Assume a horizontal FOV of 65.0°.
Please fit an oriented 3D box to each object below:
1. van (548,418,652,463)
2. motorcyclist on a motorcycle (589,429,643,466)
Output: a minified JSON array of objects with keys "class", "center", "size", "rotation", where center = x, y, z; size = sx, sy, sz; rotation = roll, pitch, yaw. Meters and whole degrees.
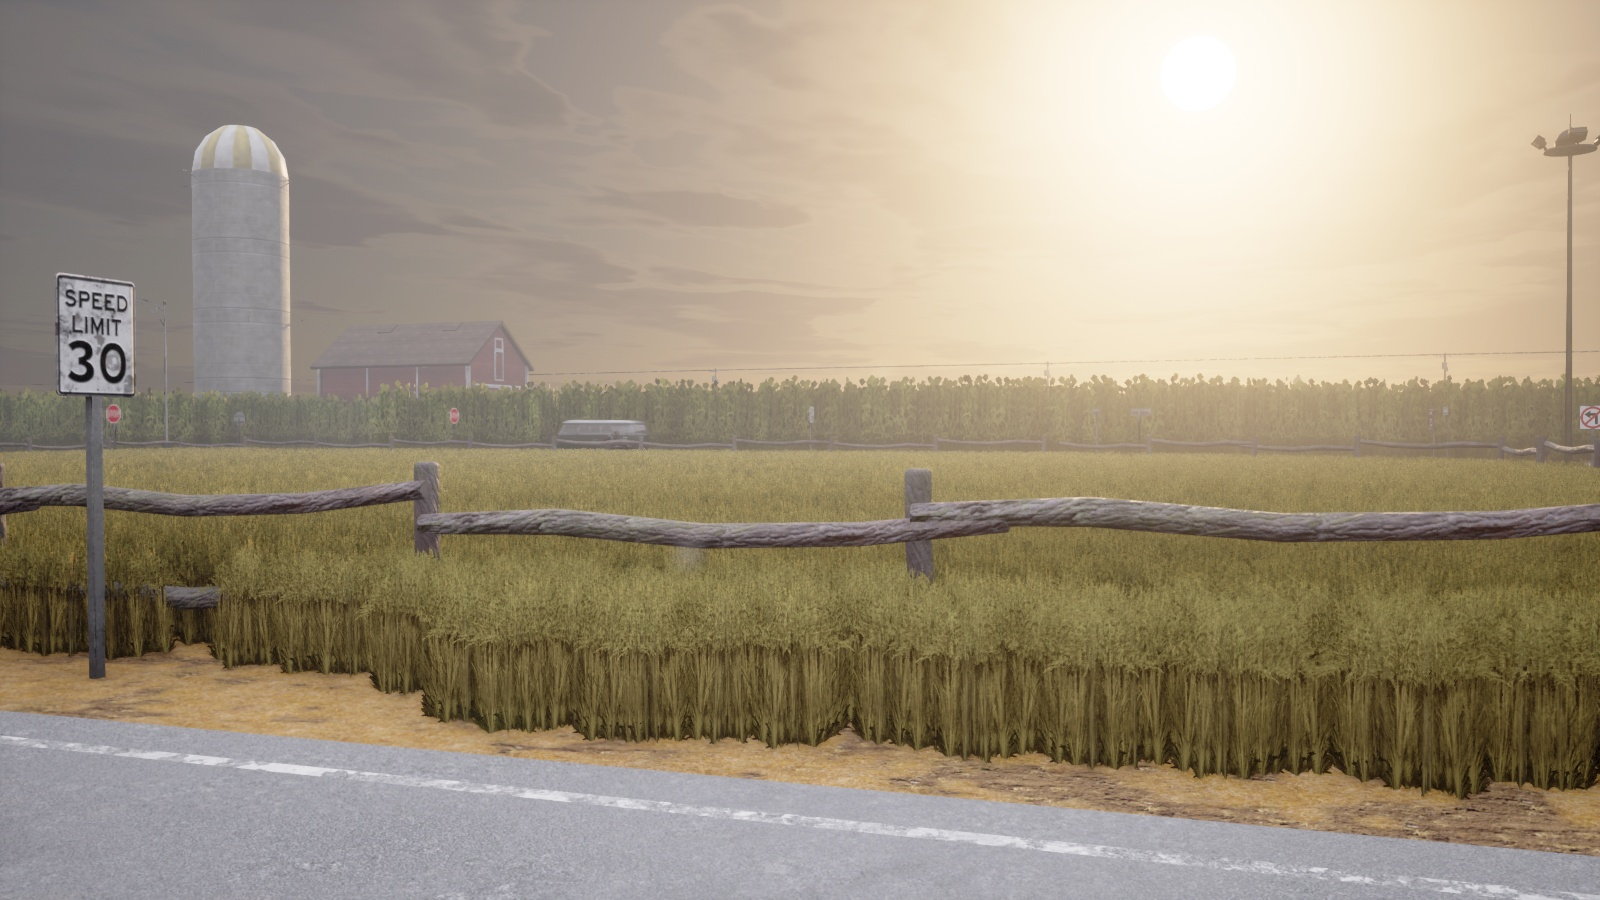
[{"class":"van","center":[-9.260,-0.479,58.223],"size":[4.442,1.987,1.775],"rotation":[1,1,19]},{"class":"motorcyclist on a motorcycle","center":[-7.984,-0.115,54.498],"size":[2.191,1.530,0.866],"rotation":[1,1,19]}]
